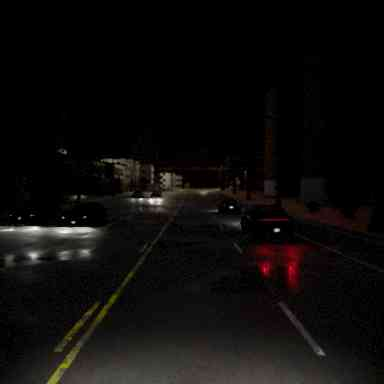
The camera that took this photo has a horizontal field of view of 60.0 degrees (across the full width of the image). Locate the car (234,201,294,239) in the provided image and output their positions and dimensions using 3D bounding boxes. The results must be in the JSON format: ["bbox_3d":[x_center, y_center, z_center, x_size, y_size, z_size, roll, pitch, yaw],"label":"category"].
[{"bbox_3d":[3.622,1.391,16.571,2.128,1.511,4.902,0,0,0],"label":"car"}]

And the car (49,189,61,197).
[{"bbox_3d":[-25.886,0.182,61.801,1.970,1.475,3.806,0,2,0],"label":"car"}]

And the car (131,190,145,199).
[{"bbox_3d":[-10.421,0.454,64.114,1.812,1.442,4.674,0,3,1],"label":"car"}]

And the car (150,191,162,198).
[{"bbox_3d":[-6.914,0.513,64.590,1.895,1.301,4.718,0,3,0],"label":"car"}]

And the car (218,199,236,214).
[{"bbox_3d":[3.647,1.361,32.736,1.994,1.385,4.181,0,0,0],"label":"car"}]

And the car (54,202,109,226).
[{"bbox_3d":[-7.069,1.407,22.464,2.033,1.411,5.357,0,0,0],"label":"car"}]

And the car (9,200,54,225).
[{"bbox_3d":[-10.567,1.361,22.780,1.837,1.490,4.892,0,0,0],"label":"car"}]
